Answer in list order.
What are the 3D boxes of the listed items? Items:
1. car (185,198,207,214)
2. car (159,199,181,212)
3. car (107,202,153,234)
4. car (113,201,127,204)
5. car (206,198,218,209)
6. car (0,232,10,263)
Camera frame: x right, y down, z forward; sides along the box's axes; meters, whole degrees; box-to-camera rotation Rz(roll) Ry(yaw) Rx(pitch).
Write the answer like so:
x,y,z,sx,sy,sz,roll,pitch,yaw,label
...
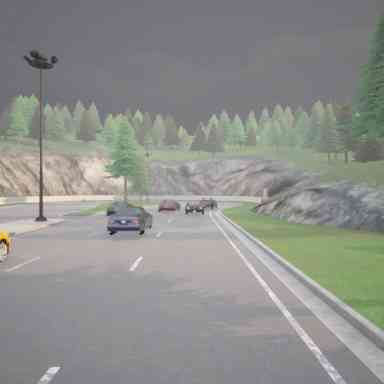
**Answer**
x,y,z,sx,sy,sz,roll,pitch,yaw,label
0.341,1.601,34.364,1.895,1.301,4.718,0,0,3,car
-2.576,1.564,39.339,1.994,1.385,4.181,0,0,9,car
-3.398,1.547,19.004,2.033,1.411,5.357,0,0,0,car
-6.761,1.563,32.010,1.994,1.385,4.181,0,0,2,car
2.216,1.492,44.517,2.128,1.511,4.902,0,0,14,car
-6.898,1.477,8.929,1.882,1.535,5.008,0,0,0,car
